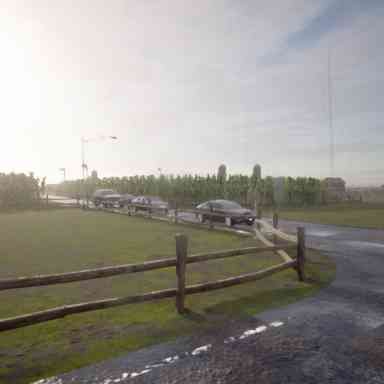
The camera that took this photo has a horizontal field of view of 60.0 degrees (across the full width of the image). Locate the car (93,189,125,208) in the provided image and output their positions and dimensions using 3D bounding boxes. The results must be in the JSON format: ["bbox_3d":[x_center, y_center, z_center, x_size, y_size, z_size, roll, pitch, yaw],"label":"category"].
[{"bbox_3d":[-9.755,0.726,38.559,2.150,2.045,5.566,-1,1,-34],"label":"car"}]

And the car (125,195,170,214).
[{"bbox_3d":[-3.808,1.144,29.889,2.128,1.511,4.902,-1,1,-34],"label":"car"}]

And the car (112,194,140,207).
[{"bbox_3d":[-8.365,1.001,41.737,1.994,1.385,4.181,-1,1,-34],"label":"car"}]

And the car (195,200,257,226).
[{"bbox_3d":[2.068,1.305,21.264,1.837,1.490,4.892,-1,1,-33],"label":"car"}]
